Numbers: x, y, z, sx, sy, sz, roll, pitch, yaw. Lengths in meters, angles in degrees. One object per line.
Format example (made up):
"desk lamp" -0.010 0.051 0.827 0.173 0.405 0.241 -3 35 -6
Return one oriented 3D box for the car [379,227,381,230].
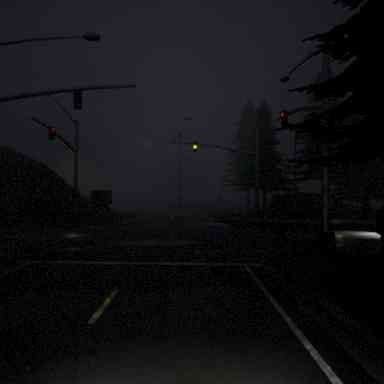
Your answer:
"car" 14.444 2.054 21.380 4.181 1.385 1.994 0 -1 0
